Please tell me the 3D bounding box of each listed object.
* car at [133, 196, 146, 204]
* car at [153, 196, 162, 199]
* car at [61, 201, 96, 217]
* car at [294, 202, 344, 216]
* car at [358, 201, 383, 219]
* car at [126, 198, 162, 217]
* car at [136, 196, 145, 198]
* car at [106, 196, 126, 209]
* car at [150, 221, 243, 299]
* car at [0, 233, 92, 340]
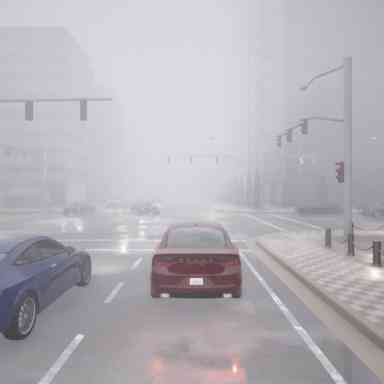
[{"bbox_3d":[-10.383,1.506,66.520,1.837,1.490,4.892,0,0,1],"label":"car"},{"bbox_3d":[-6.906,1.492,65.325,2.128,1.511,4.902,0,0,1],"label":"car"},{"bbox_3d":[-10.540,1.562,31.194,1.895,1.301,4.718,0,0,0],"label":"car"},{"bbox_3d":[12.044,1.545,30.959,4.718,1.301,1.895,0,0,1],"label":"car"},{"bbox_3d":[16.335,1.436,27.413,4.902,1.511,2.128,0,0,0],"label":"car"},{"bbox_3d":[-4.491,1.558,31.311,1.895,1.301,4.718,0,0,-24],"label":"car"},{"bbox_3d":[-7.006,1.525,46.469,1.812,1.442,4.674,0,0,0],"label":"car"},{"bbox_3d":[-10.505,1.352,46.407,2.097,1.767,4.553,0,0,0],"label":"car"},{"bbox_3d":[0.097,1.478,8.535,1.882,1.535,5.008,0,0,0],"label":"car"},{"bbox_3d":[-3.417,1.526,6.407,1.812,1.442,4.674,0,0,0],"label":"car"}]
